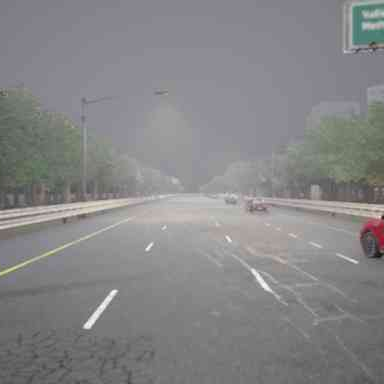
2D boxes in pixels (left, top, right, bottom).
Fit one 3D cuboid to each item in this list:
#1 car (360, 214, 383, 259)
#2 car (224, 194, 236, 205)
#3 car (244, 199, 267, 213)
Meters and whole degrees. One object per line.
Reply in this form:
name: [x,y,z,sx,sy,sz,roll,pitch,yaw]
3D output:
car: [7.000,1.224,9.398,2.150,2.045,5.566,0,0,0]
car: [7.018,1.509,61.477,2.128,1.511,4.902,0,0,0]
car: [7.007,1.541,36.623,1.812,1.442,4.674,0,0,0]
